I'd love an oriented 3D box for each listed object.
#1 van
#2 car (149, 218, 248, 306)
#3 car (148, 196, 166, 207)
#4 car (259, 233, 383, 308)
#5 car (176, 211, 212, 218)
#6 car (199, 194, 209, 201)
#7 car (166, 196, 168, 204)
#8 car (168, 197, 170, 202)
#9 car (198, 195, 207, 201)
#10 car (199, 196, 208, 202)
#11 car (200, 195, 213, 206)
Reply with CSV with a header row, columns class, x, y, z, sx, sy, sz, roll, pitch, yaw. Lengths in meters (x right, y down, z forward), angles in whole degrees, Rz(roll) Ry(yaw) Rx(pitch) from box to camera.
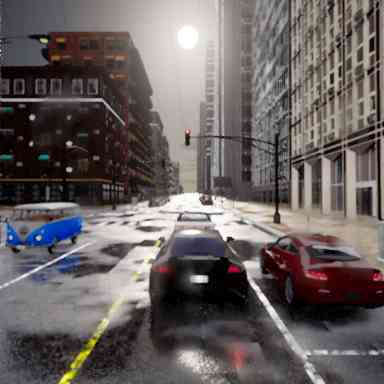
class,x,y,z,sx,sy,sz,roll,pitch,yaw
van,-5.758,1.349,13.328,1.690,1.788,3.998,1,0,0
car,0.107,1.569,8.106,1.994,1.385,4.181,0,0,-1
car,-5.667,1.577,51.244,2.008,1.369,4.403,1,0,0
car,2.704,1.587,7.642,1.802,1.307,4.206,1,0,0
car,0.101,1.611,16.923,1.895,1.301,4.718,0,0,0
car,2.719,1.346,62.554,2.192,1.841,5.009,1,0,0
car,-5.666,1.579,56.899,2.008,1.369,4.403,1,0,0
car,-5.665,1.597,62.553,1.947,1.339,4.313,1,0,0
car,2.720,1.591,85.173,2.008,1.369,4.403,1,0,0
car,2.718,1.620,79.518,1.802,1.307,4.206,1,0,0
car,2.714,1.610,56.899,1.802,1.307,4.206,1,0,0
